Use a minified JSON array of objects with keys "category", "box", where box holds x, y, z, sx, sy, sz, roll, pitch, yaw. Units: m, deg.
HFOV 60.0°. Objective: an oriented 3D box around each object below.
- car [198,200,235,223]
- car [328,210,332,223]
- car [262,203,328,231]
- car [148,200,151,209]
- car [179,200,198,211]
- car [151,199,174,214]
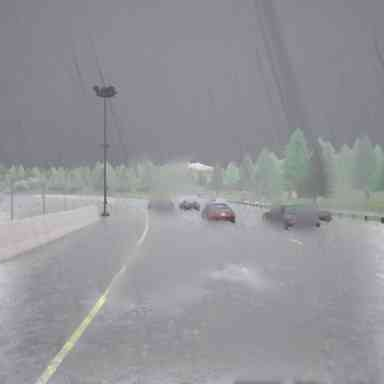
[{"category":"car","box":[1.943,1.558,25.368,1.994,1.385,4.181,0,0,-7]},{"category":"car","box":[8.955,1.558,25.645,1.994,1.385,4.181,0,0,-7]},{"category":"car","box":[6.020,1.543,20.742,2.033,1.411,5.357,0,0,-6]},{"category":"car","box":[-4.761,1.591,43.902,1.895,1.301,4.718,0,0,-13]},{"category":"car","box":[-0.403,1.592,40.011,1.895,1.301,4.718,0,0,-11]},{"category":"car","box":[-2.967,1.470,34.669,1.882,1.535,5.008,0,0,-10]}]
